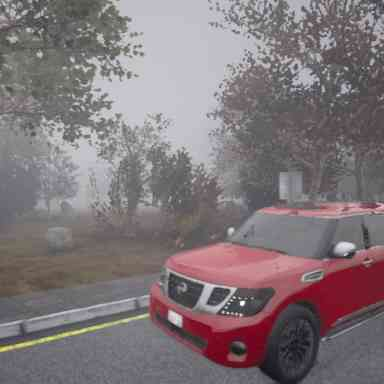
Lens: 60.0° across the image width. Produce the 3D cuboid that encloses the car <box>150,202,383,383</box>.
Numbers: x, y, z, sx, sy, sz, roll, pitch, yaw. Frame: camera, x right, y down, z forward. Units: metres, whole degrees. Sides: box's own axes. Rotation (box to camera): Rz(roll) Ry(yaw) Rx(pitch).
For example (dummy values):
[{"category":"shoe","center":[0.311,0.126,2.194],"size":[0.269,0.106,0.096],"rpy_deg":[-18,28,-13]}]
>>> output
[{"category":"car","center":[2.044,1.227,5.754],"size":[5.566,2.045,2.150],"rpy_deg":[0,0,-35]}]
